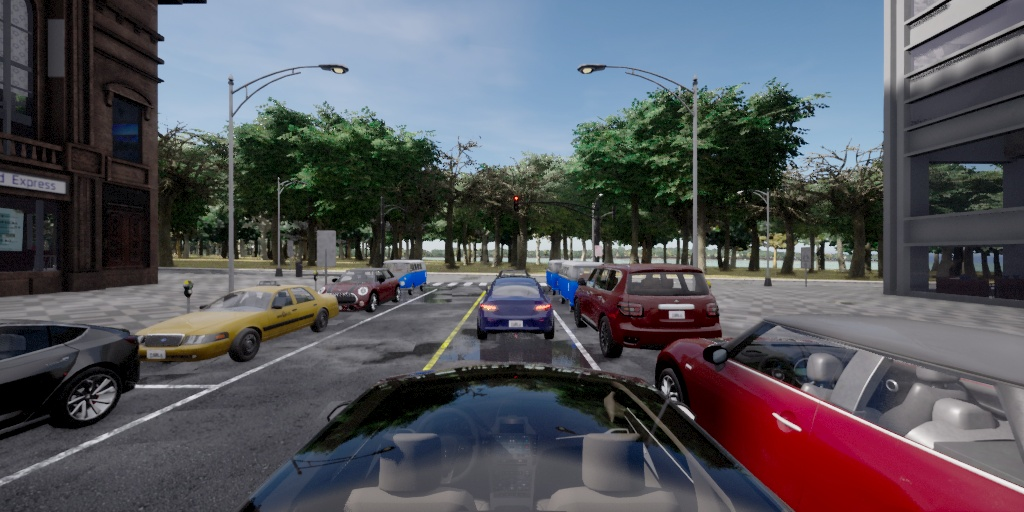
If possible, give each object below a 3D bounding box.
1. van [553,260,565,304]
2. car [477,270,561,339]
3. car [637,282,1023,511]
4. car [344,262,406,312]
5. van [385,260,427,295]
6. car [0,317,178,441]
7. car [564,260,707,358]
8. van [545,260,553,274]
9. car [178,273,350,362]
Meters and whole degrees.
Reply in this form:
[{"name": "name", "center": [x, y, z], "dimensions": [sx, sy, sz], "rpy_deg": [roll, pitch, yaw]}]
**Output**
[{"name": "van", "center": [2.759, 1.093, 13.829], "dimensions": [1.690, 1.789, 3.998], "rpy_deg": [0, 0, 0]}, {"name": "car", "center": [0.096, 1.277, 9.928], "dimensions": [1.812, 1.442, 4.674], "rpy_deg": [0, 0, 0]}, {"name": "car", "center": [2.762, 1.190, 2.953], "dimensions": [1.967, 1.591, 4.097], "rpy_deg": [0, 0, 0]}, {"name": "car", "center": [-5.767, 1.192, 13.826], "dimensions": [1.967, 1.591, 4.097], "rpy_deg": [0, 0, 0]}, {"name": "van", "center": [-5.768, 1.094, 19.264], "dimensions": [1.690, 1.789, 3.998], "rpy_deg": [0, 0, 0]}, {"name": "car", "center": [-5.763, 1.316, 2.951], "dimensions": [1.948, 1.339, 4.313], "rpy_deg": [0, 0, 0]}, {"name": "car", "center": [2.761, 1.066, 8.391], "dimensions": [2.192, 1.841, 5.009], "rpy_deg": [0, 0, 0]}, {"name": "van", "center": [2.757, 1.094, 19.266], "dimensions": [1.690, 1.789, 3.998], "rpy_deg": [0, 0, 0]}, {"name": "car", "center": [-5.765, 1.276, 8.219], "dimensions": [1.751, 1.417, 4.829], "rpy_deg": [0, 0, 0]}]
